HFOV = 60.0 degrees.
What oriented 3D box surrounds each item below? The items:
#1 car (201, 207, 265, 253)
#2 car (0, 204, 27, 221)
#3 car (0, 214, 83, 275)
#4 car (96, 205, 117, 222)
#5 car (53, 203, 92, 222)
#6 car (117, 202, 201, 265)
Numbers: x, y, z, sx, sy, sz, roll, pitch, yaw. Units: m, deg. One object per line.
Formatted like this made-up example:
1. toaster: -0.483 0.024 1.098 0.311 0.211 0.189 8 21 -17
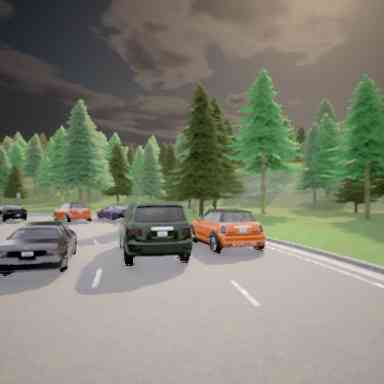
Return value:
1. car: 1.360 1.511 14.740 2.097 1.767 4.553 0 -1 -16
2. car: -16.710 1.872 30.267 5.008 1.535 1.882 -1 -1 44
3. car: -4.933 1.688 11.067 2.033 1.411 5.357 0 -1 -15
4. car: -7.201 1.891 30.757 1.812 1.442 4.674 0 -1 -39
5. car: -10.677 1.715 29.443 2.097 1.767 4.553 0 -1 -40
6. car: -1.545 1.366 12.509 2.150 2.045 5.566 0 -1 -14
